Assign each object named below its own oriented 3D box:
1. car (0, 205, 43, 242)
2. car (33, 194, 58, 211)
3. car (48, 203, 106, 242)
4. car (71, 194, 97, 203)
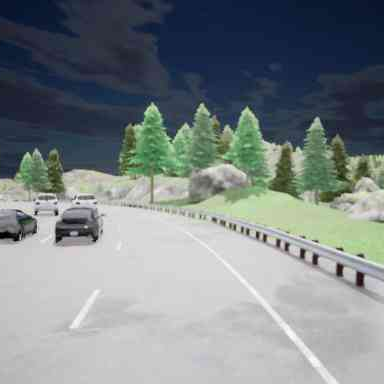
[{"bbox_3d":[-9.002,1.573,16.320,1.994,1.385,4.181,0,0,-12],"label":"car"},{"bbox_3d":[-14.944,1.225,34.052,2.150,2.045,5.566,0,0,-25],"label":"car"},{"bbox_3d":[-5.461,1.500,16.473,1.837,1.490,4.892,0,0,-11],"label":"car"},{"bbox_3d":[-10.961,1.210,33.719,2.150,2.045,5.566,0,0,-24],"label":"car"}]
